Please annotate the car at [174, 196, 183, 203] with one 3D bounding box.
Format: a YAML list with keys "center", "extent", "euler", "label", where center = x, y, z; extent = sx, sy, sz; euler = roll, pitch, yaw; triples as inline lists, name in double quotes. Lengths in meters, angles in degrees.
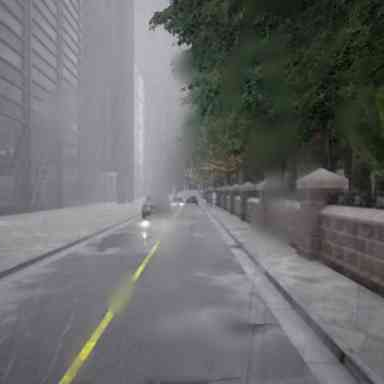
- center: [-2.994, 1.589, 71.295]
  extent: [1.895, 1.301, 4.718]
  euler: [0, 0, 0]
  label: "car"

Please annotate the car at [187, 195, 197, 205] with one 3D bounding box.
- center: [0.013, 1.561, 58.797]
  extent: [1.837, 1.490, 4.892]
  euler: [0, 0, 0]
  label: "car"

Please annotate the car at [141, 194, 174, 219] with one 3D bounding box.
- center: [-3.095, 1.233, 29.638]
  extent: [2.150, 2.045, 5.566]
  euler: [0, 0, 0]
  label: "car"

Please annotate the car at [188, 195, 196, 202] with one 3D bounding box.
- center: [0.006, 1.414, 74.179]
  extent: [1.882, 1.535, 5.008]
  euler: [0, 0, 0]
  label: "car"
